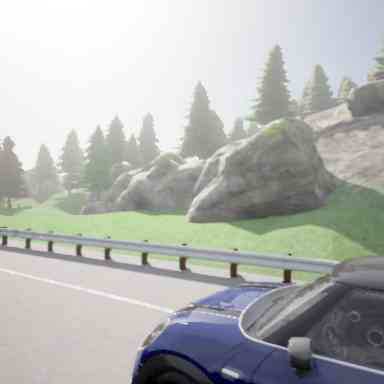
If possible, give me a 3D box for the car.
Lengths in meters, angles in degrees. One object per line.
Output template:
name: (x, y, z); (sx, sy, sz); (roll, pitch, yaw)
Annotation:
car: (1.623, 1.344, 2.706); (4.553, 1.767, 2.097); (0, 0, 35)
